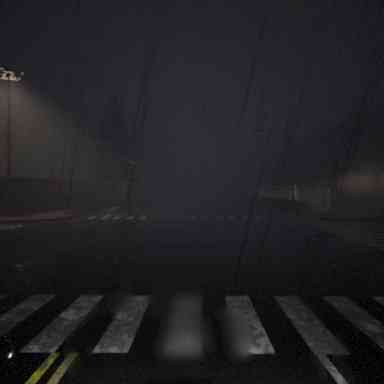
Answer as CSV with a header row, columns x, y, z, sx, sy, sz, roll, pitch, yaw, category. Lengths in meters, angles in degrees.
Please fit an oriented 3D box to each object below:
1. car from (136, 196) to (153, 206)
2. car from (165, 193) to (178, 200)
x,y,z,sx,sy,sz,roll,pitch,yaw,category
-6.873,1.264,48.575,2.033,1.411,5.357,0,1,1,car
-4.556,1.014,75.371,1.882,1.535,5.008,0,0,14,car
